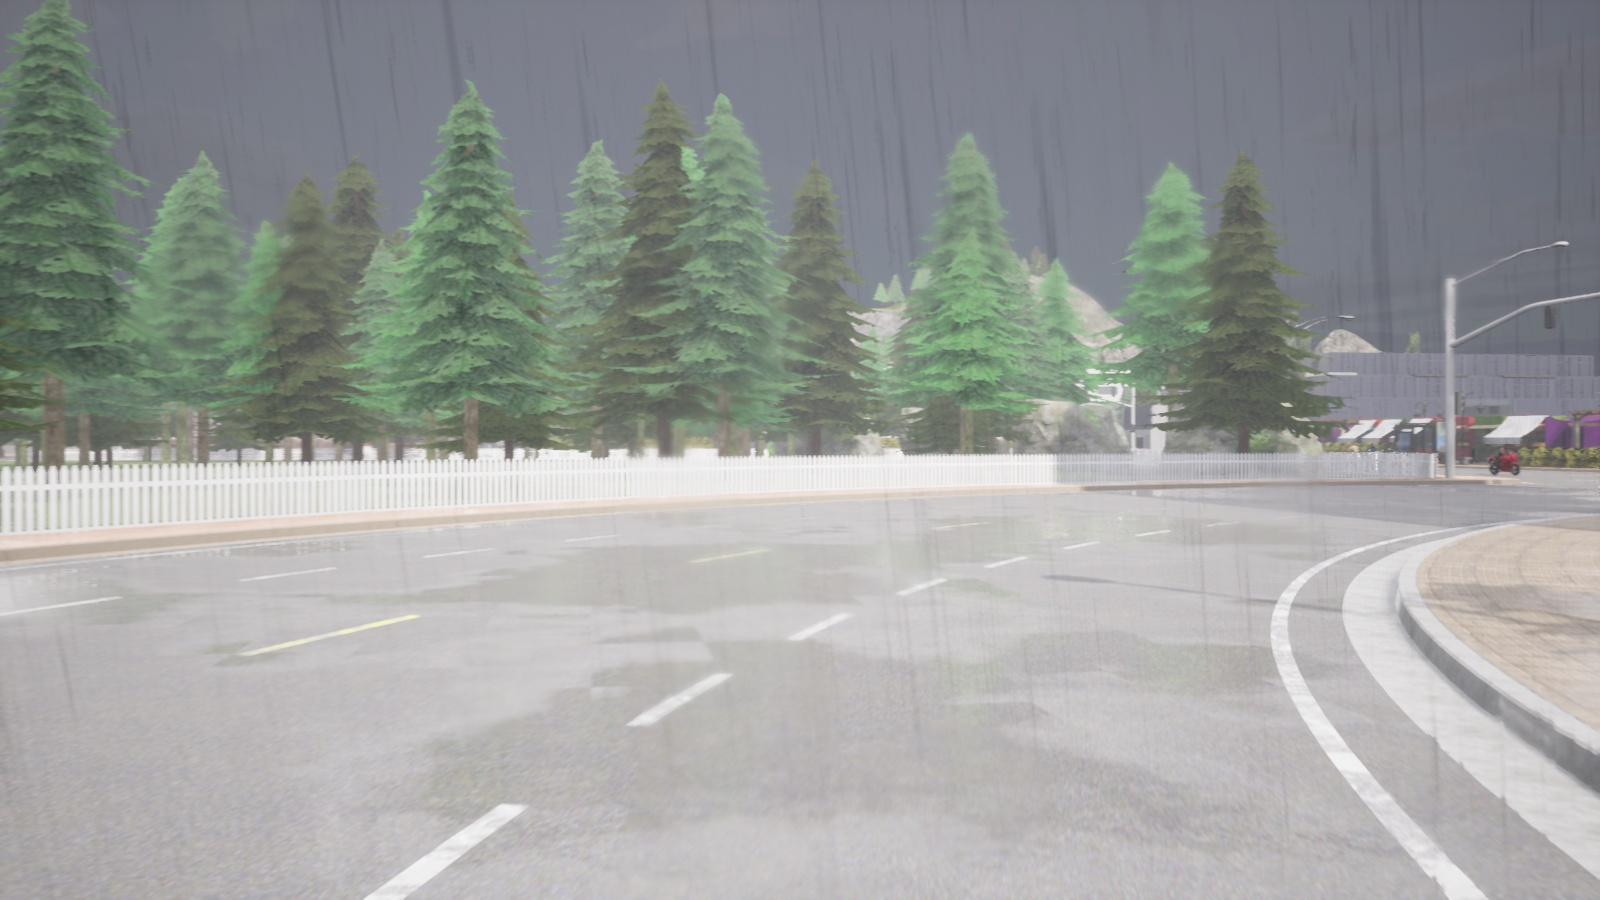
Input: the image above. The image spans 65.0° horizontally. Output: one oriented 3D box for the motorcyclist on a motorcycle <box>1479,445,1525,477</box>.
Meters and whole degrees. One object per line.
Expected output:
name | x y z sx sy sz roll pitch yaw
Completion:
motorcyclist on a motorcycle | 33.274 0.510 59.527 0.797 1.523 2.044 0 0 -9
